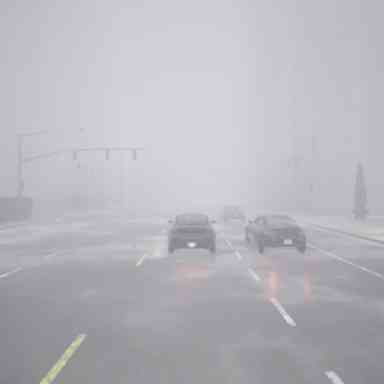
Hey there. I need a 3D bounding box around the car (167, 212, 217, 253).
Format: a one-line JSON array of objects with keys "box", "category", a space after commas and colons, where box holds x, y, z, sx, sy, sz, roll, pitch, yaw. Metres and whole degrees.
[{"box": [-0.002, 1.643, 14.307, 1.837, 1.490, 4.892, 0, 0, 0], "category": "car"}]

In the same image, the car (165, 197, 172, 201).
[{"box": [-6.668, 2.181, 95.370, 1.812, 1.442, 4.674, 0, -1, 1], "category": "car"}]

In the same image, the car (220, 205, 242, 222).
[{"box": [3.499, 1.821, 29.013, 2.033, 1.411, 5.357, 0, -1, 0], "category": "car"}]

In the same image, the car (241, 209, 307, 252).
[{"box": [3.498, 1.662, 14.388, 1.812, 1.442, 4.674, 0, 0, 0], "category": "car"}]
